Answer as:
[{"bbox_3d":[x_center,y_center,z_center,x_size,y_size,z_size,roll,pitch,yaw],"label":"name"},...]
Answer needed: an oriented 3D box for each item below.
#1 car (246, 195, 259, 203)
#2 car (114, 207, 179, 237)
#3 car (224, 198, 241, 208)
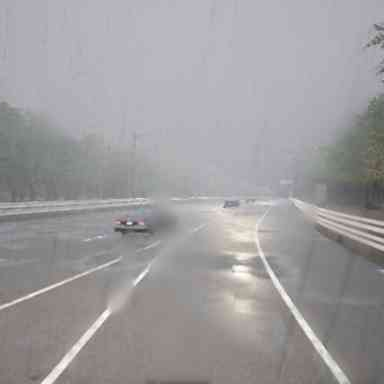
[{"bbox_3d":[13.639,1.810,76.676,1.837,1.490,4.892,0,-1,15],"label":"car"},{"bbox_3d":[-2.305,1.544,18.156,2.033,1.411,5.357,0,0,15],"label":"car"},{"bbox_3d":[5.929,1.555,48.554,1.882,1.535,5.008,0,0,15],"label":"car"}]
